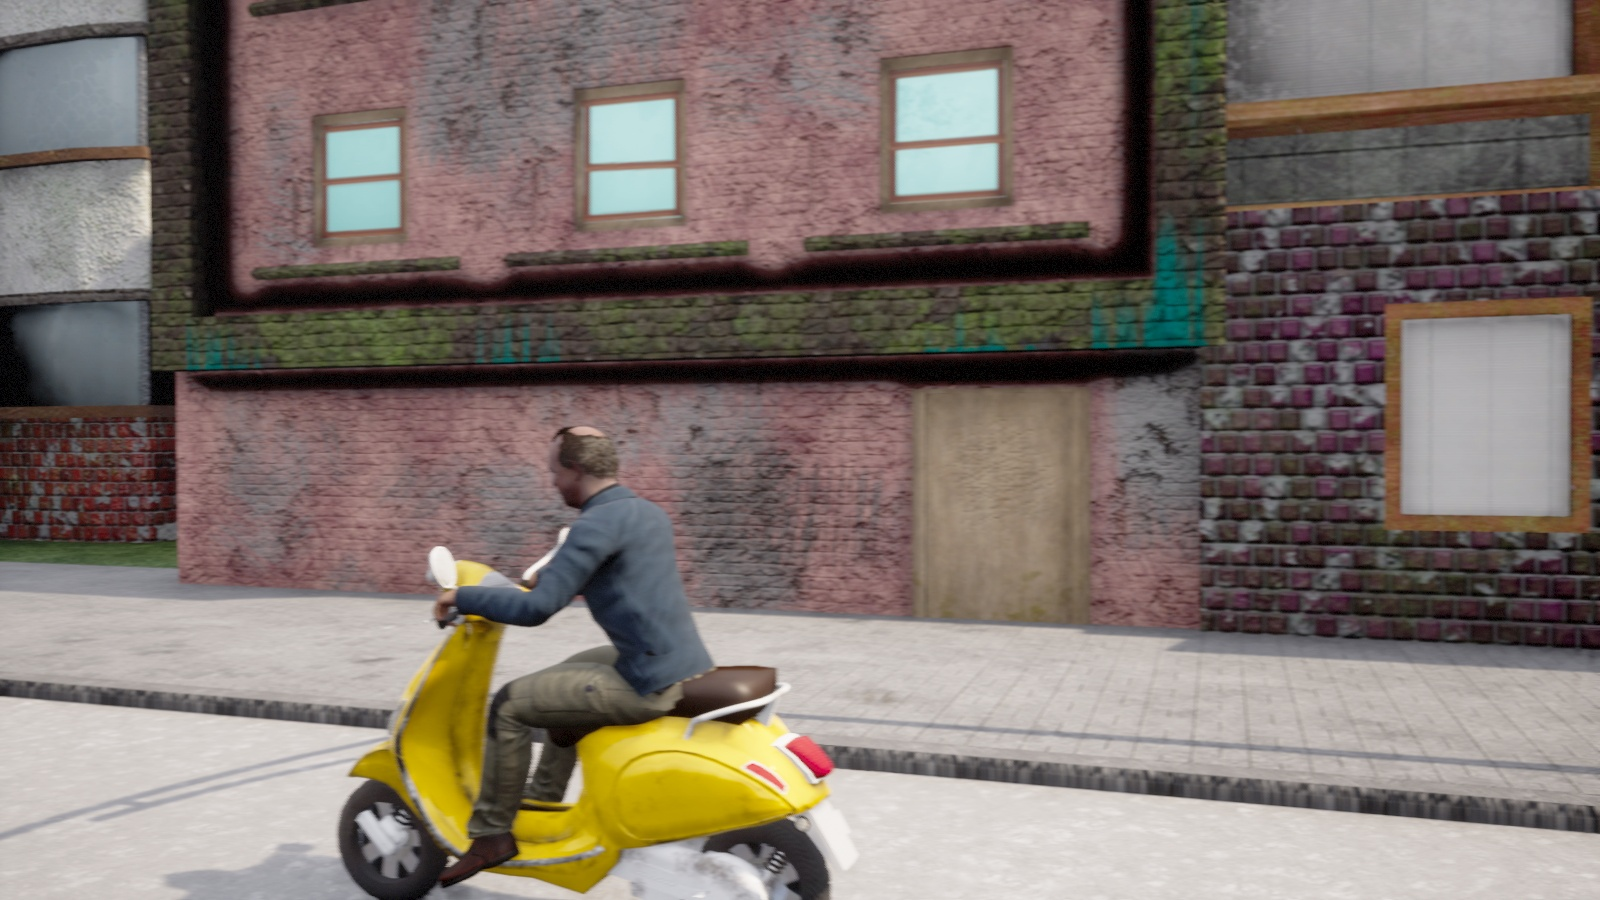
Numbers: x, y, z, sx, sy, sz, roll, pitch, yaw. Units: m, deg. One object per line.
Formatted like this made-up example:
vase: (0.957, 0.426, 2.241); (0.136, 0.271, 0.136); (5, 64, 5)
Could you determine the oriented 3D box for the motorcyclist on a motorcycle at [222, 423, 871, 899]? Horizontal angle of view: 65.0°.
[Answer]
motorcyclist on a motorcycle: (-0.772, 0.713, 3.979); (1.817, 1.590, 0.866); (1, 1, 19)
